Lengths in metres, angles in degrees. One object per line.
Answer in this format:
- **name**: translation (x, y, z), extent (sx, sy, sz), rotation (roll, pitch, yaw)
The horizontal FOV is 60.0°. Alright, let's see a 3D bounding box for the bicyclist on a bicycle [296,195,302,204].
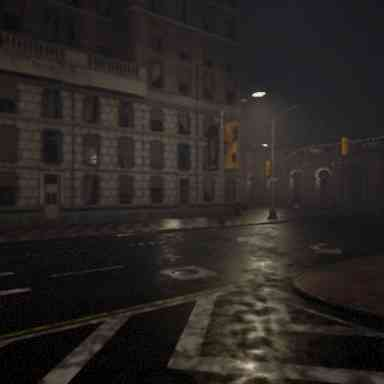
- **bicyclist on a bicycle**: translation (18.936, 1.338, 58.697), extent (1.656, 1.620, 0.582), rotation (0, 0, -36)
